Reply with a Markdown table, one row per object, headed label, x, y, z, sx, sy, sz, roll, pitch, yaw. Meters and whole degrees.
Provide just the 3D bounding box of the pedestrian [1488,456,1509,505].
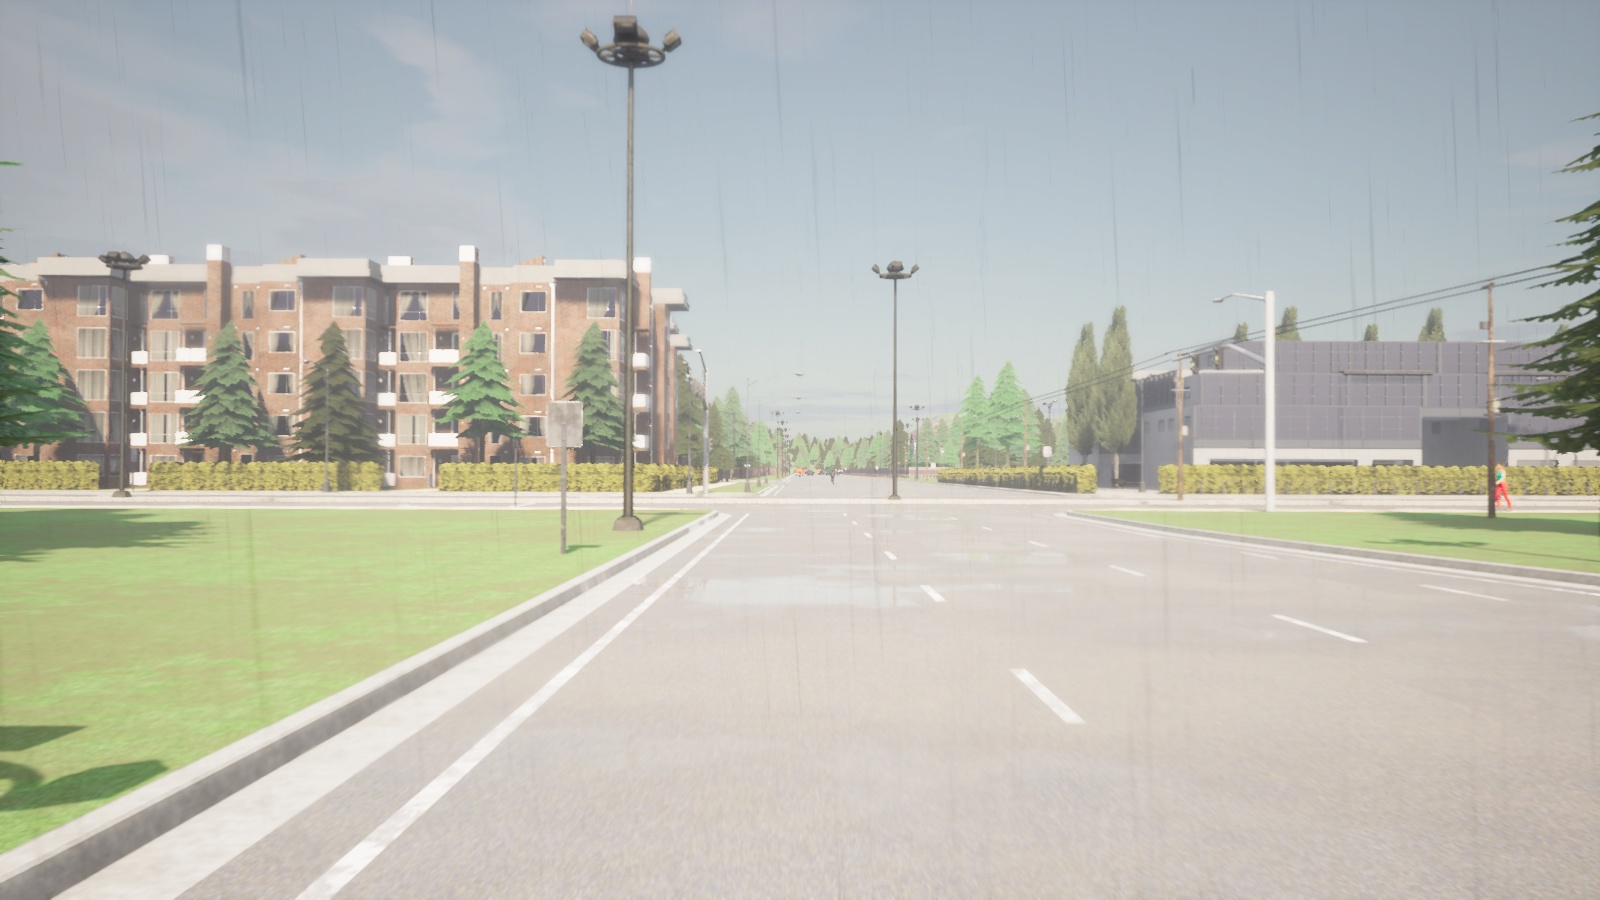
| label | x | y | z | sx | sy | sz | roll | pitch | yaw |
| --- | --- | --- | --- | --- | --- | --- | --- | --- | --- |
| pedestrian | 25.919 | 1.129 | 46.606 | 0.594 | 1.836 | 0.345 | 0 | -1 | 1 |
